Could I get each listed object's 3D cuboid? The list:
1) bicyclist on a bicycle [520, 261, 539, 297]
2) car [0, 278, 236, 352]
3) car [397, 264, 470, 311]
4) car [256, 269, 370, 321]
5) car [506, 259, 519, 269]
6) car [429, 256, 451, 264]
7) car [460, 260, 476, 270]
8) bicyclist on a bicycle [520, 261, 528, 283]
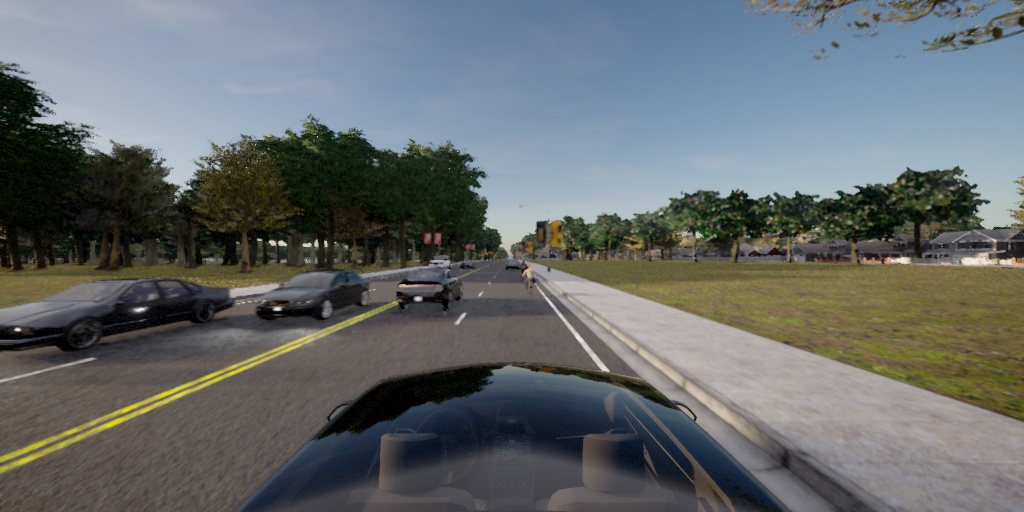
[{"bbox_3d":[0.908,1.175,17.676,0.866,1.612,1.509,0,0,0],"label":"bicyclist on a bicycle"},{"bbox_3d":[-9.848,1.291,9.162,2.033,1.411,5.357,0,0,0],"label":"car"},{"bbox_3d":[-3.151,1.232,14.468,2.128,1.511,4.902,0,0,0],"label":"car"},{"bbox_3d":[-6.600,1.246,12.514,1.837,1.490,4.892,0,0,0],"label":"car"},{"bbox_3d":[0.092,1.293,55.220,1.994,1.385,4.181,0,0,0],"label":"car"},{"bbox_3d":[-9.829,0.950,49.170,2.150,2.045,5.566,0,0,0],"label":"car"},{"bbox_3d":[-6.565,1.276,53.664,2.033,1.411,5.357,0,0,1],"label":"car"},{"bbox_3d":[0.892,1.188,27.462,0.582,1.620,1.656,0,0,0],"label":"bicyclist on a bicycle"}]
